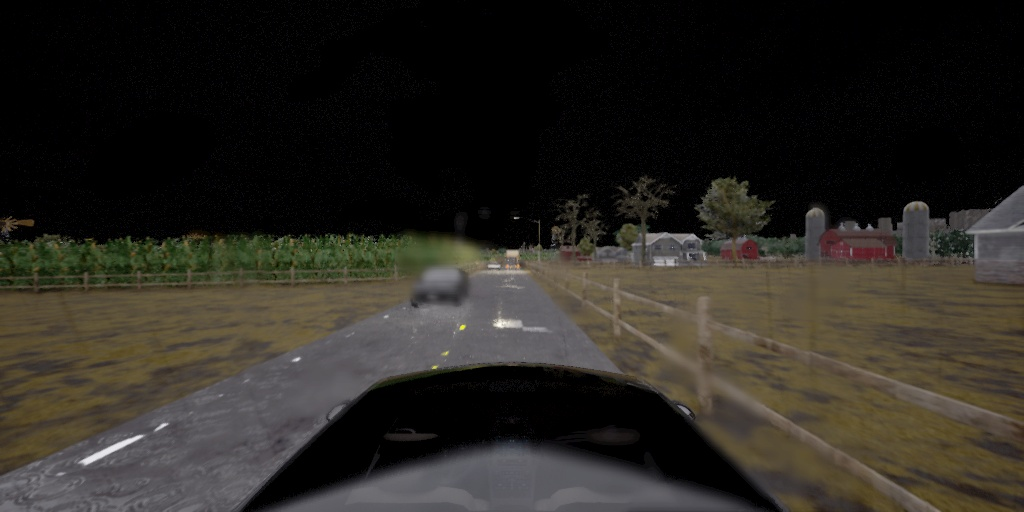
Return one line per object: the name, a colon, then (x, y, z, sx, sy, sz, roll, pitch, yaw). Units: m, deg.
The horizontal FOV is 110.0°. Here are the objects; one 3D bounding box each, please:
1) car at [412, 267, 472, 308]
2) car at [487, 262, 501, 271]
car: (-2.847, 1.228, 15.390, 1.882, 1.535, 5.008, 0, 0, 0)
car: (-2.796, 1.625, 56.426, 1.895, 1.301, 4.718, 0, -1, 1)
